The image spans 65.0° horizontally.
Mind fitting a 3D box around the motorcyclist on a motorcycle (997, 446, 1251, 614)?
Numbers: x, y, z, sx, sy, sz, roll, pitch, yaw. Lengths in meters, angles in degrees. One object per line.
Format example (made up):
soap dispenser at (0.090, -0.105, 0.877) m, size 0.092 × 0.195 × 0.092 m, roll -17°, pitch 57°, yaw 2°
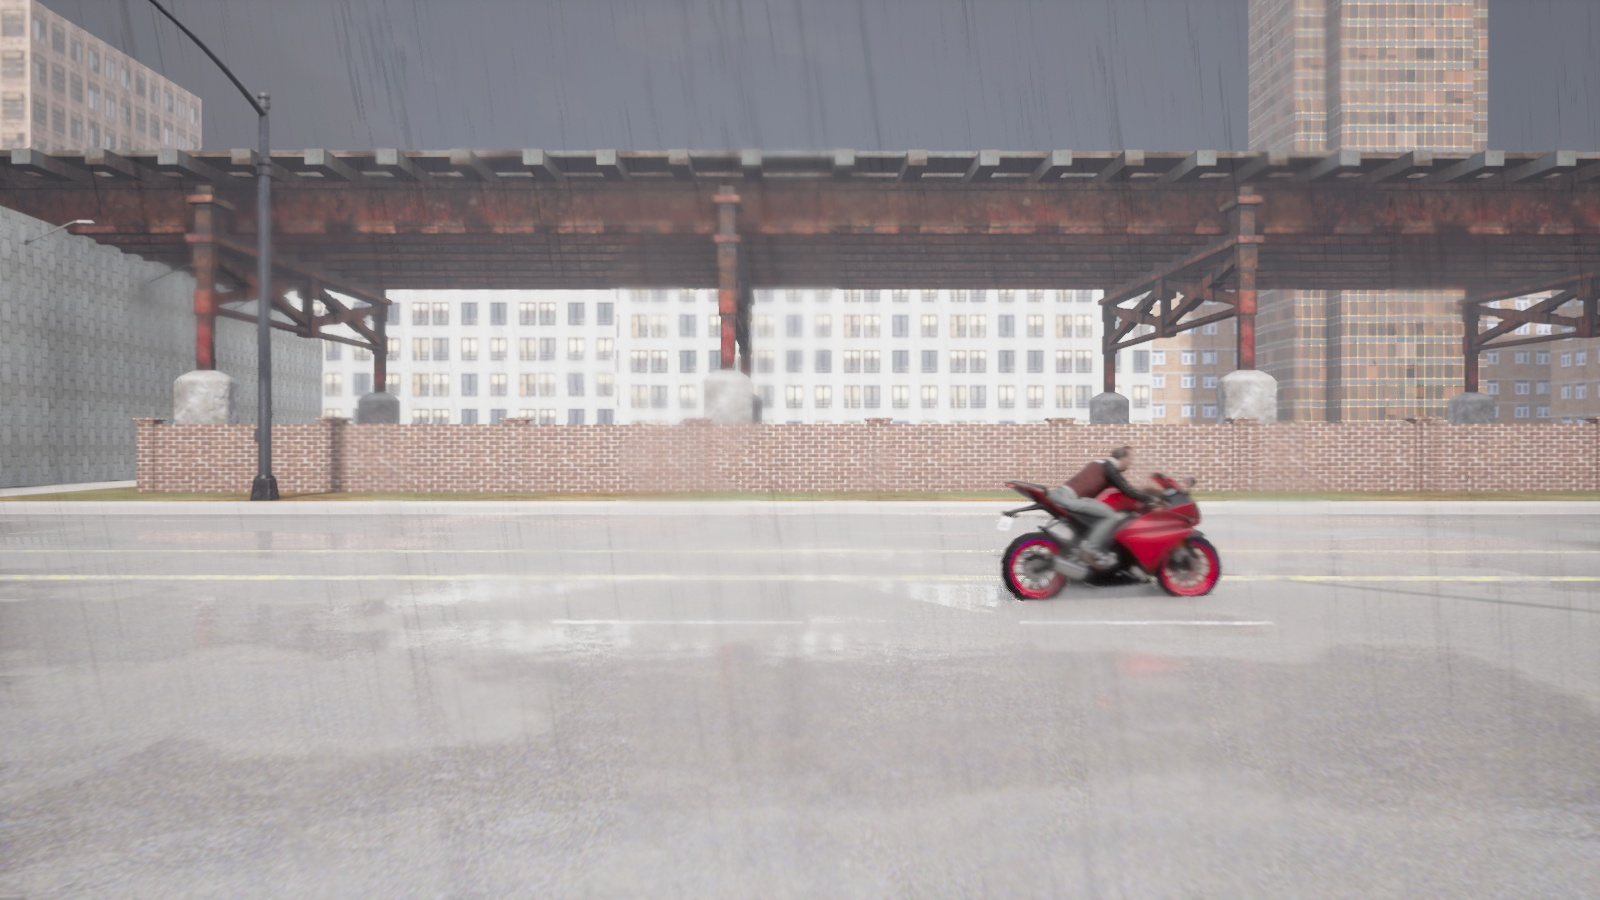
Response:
motorcyclist on a motorcycle at (3.095, 0.735, 12.104) m, size 2.191 × 1.530 × 0.866 m, roll 0°, pitch 1°, yaw -9°
